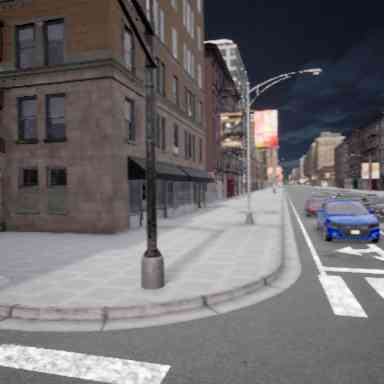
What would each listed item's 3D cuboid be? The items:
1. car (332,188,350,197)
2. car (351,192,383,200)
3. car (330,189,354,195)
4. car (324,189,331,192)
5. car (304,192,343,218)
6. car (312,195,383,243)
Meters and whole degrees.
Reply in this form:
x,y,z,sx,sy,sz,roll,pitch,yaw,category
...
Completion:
x,y,z,sx,sy,sz,roll,pitch,yaw,category
24.212,0.119,54.123,1.994,1.385,4.181,0,1,15,car
11.574,0.915,20.729,1.837,1.490,4.892,0,1,15,car
14.212,0.681,30.385,1.837,1.490,4.892,0,1,15,car
16.981,0.425,40.378,2.128,1.511,4.902,0,1,16,car
8.776,0.968,22.822,1.994,1.385,4.181,0,1,15,car
6.430,1.090,14.173,1.882,1.535,5.008,0,1,15,car
